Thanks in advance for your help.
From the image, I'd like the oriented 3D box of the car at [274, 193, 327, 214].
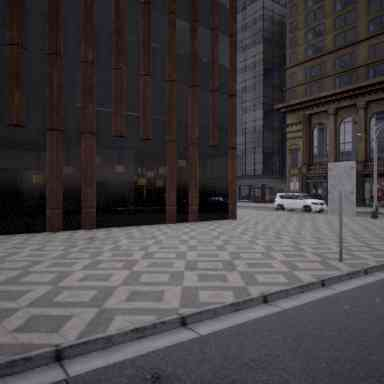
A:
[{"bbox_3d":[11.118,1.152,34.609,2.150,2.045,5.566,0,0,-36],"label":"car"}]
